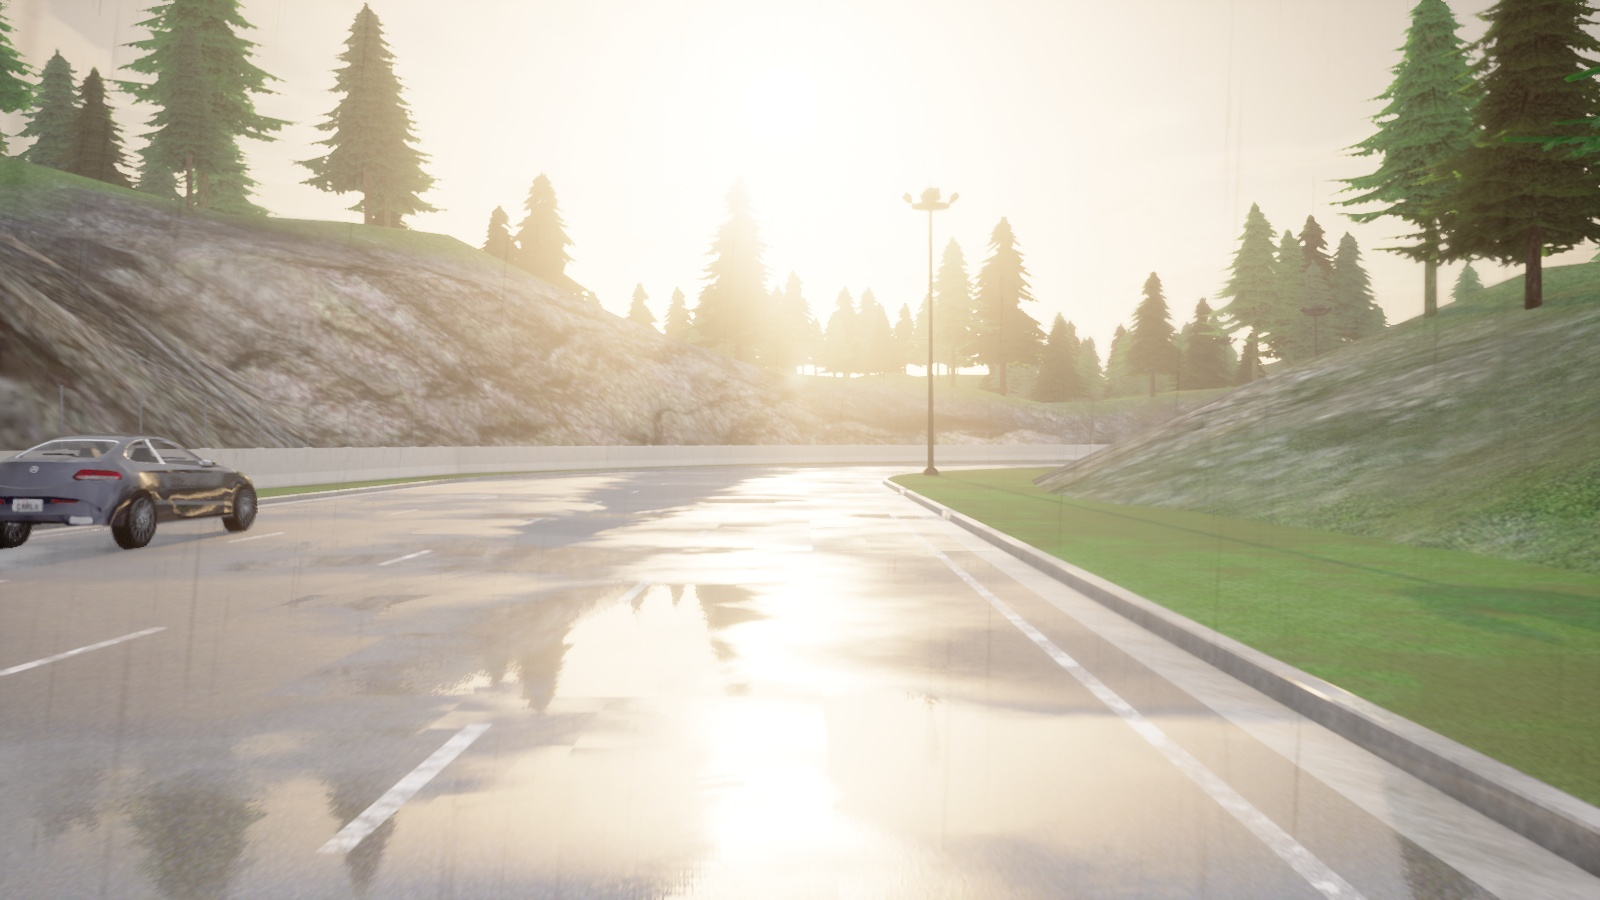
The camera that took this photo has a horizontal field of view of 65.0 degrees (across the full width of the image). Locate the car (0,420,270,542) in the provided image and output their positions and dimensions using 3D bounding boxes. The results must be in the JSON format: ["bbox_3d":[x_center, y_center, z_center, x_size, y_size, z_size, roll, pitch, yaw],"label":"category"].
[{"bbox_3d":[-10.374,0.407,19.471,2.152,1.651,5.027,0,0,0],"label":"car"}]
